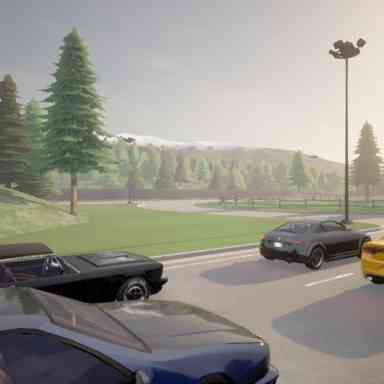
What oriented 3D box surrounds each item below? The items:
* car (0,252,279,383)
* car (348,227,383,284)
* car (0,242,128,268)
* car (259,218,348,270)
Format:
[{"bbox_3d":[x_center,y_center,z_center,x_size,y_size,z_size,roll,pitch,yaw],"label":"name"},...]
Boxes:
[{"bbox_3d":[-1.726,1.547,2.515,5.357,1.411,2.033,0,0,-36],"label":"car"},{"bbox_3d":[6.219,1.478,8.289,5.008,1.535,1.882,0,0,-35],"label":"car"},{"bbox_3d":[-2.818,1.601,6.037,4.718,1.301,1.895,0,0,-36],"label":"car"},{"bbox_3d":[4.239,1.564,11.177,4.181,1.385,1.994,0,0,-35],"label":"car"}]
